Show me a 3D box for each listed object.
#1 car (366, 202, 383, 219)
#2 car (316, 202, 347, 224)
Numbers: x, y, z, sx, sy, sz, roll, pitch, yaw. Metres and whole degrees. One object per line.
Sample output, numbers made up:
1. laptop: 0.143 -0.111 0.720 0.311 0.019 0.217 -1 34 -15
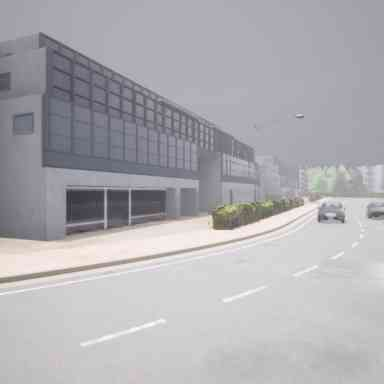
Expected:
1. car: 15.999 1.547 28.515 2.033 1.411 5.357 0 0 25
2. car: 10.527 1.491 25.048 2.128 1.511 4.902 0 0 25
